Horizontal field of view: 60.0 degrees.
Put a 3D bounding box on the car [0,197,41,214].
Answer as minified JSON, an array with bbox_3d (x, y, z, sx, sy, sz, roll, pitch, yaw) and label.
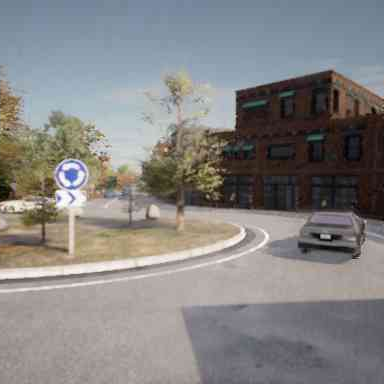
[{"bbox_3d":[-13.417,1.032,27.694,4.674,1.442,1.812,1,1,-28],"label":"car"}]

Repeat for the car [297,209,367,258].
[{"bbox_3d":[5.128,1.317,11.968,2.033,1.411,5.357,2,2,29],"label":"car"}]

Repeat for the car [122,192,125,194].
[{"bbox_3d":[-15.220,0.083,77.746,2.150,2.045,5.566,0,1,-9],"label":"car"}]

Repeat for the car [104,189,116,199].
[{"bbox_3d":[-17.350,0.314,70.445,2.150,2.045,5.566,0,1,-9],"label":"car"}]
